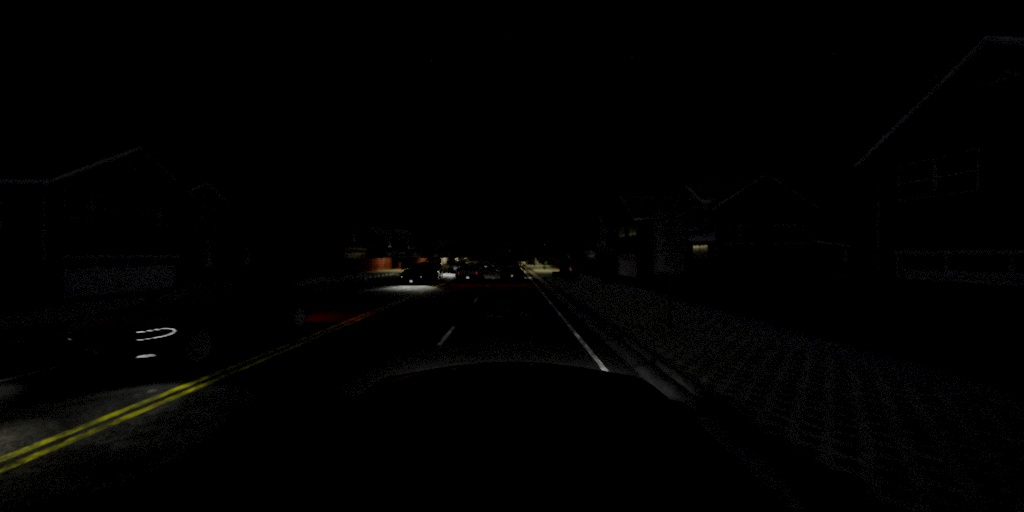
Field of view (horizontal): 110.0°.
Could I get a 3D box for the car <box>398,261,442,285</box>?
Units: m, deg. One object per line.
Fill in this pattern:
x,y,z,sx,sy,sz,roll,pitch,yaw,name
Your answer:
-6.558,1.255,25.985,2.033,1.411,5.357,0,0,0,car

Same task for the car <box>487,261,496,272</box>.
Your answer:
-3.176,1.281,46.248,1.994,1.385,4.181,0,0,0,car

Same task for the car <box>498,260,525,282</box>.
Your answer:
0.015,1.233,28.398,1.812,1.442,4.674,0,0,0,car

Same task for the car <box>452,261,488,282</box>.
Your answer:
-3.235,1.308,28.475,1.895,1.301,4.718,0,0,0,car

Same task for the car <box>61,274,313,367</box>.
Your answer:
-6.596,1.214,8.127,1.882,1.535,5.008,0,0,0,car

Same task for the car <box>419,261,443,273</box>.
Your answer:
-9.754,1.278,43.562,1.994,1.385,4.181,0,0,0,car

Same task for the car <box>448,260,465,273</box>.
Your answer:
-6.503,1.206,43.579,2.128,1.511,4.902,0,0,0,car
